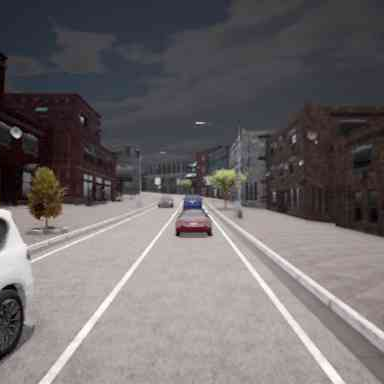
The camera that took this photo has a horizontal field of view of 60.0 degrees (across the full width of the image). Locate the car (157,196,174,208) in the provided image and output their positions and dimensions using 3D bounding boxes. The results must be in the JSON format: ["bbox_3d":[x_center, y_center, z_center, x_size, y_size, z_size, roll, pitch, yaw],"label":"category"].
[{"bbox_3d":[-3.621,1.319,46.481,2.097,1.767,4.553,0,1,0],"label":"car"}]

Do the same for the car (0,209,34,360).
[{"bbox_3d":[-3.557,1.224,3.007,2.150,2.045,5.566,0,0,0],"label":"car"}]

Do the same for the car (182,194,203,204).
[{"bbox_3d":[0.070,1.247,37.591,2.150,2.045,5.566,0,0,0],"label":"car"}]

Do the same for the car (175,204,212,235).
[{"bbox_3d":[0.096,1.592,18.938,1.994,1.385,4.181,0,0,0],"label":"car"}]
